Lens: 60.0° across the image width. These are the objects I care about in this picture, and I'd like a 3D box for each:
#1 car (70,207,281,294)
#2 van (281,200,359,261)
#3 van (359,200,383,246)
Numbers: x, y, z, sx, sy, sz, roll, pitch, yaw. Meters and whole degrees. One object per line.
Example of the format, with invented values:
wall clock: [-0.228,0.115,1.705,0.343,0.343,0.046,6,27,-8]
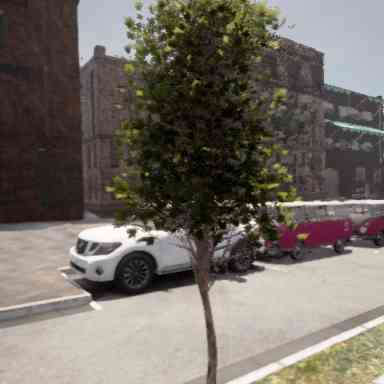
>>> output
car: [-0.408,1.265,9.294,5.566,2.045,2.435,0,0,-35]
van: [4.049,1.324,12.444,4.442,1.987,1.878,0,0,-35]
van: [8.580,1.354,15.644,4.442,1.987,1.878,0,0,-35]
